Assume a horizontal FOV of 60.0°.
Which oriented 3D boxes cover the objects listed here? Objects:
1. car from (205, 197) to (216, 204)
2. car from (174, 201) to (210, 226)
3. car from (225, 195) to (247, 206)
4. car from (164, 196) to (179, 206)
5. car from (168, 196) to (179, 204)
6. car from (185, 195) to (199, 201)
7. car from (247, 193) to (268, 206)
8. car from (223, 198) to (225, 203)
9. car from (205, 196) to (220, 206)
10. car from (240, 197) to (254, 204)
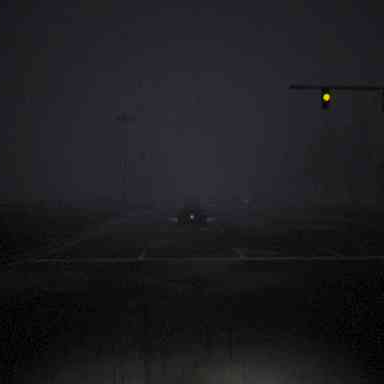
[{"bbox_3d":[3.499,1.560,63.460,1.895,1.301,4.718,0,0,0],"label":"car"},{"bbox_3d":[0.000,1.549,23.198,1.994,1.385,4.181,0,0,0],"label":"car"},{"bbox_3d":[7.000,1.318,53.212,2.097,1.767,4.553,0,0,0],"label":"car"},{"bbox_3d":[-3.500,1.470,53.307,1.837,1.490,4.892,0,0,0],"label":"car"},{"bbox_3d":[-3.501,1.484,63.431,1.812,1.442,4.674,0,0,0],"label":"car"},{"bbox_3d":[0.000,1.317,53.287,2.097,1.767,4.553,0,0,0],"label":"car"},{"bbox_3d":[10.500,1.187,52.920,2.150,2.045,5.566,0,0,0],"label":"car"},{"bbox_3d":[7.000,1.507,63.430,2.033,1.411,5.357,0,0,0],"label":"car"},{"bbox_3d":[3.500,1.470,53.239,1.837,1.490,4.892,0,0,0],"label":"car"},{"bbox_3d":[10.500,1.560,63.460,1.895,1.301,4.718,0,0,0],"label":"car"}]
